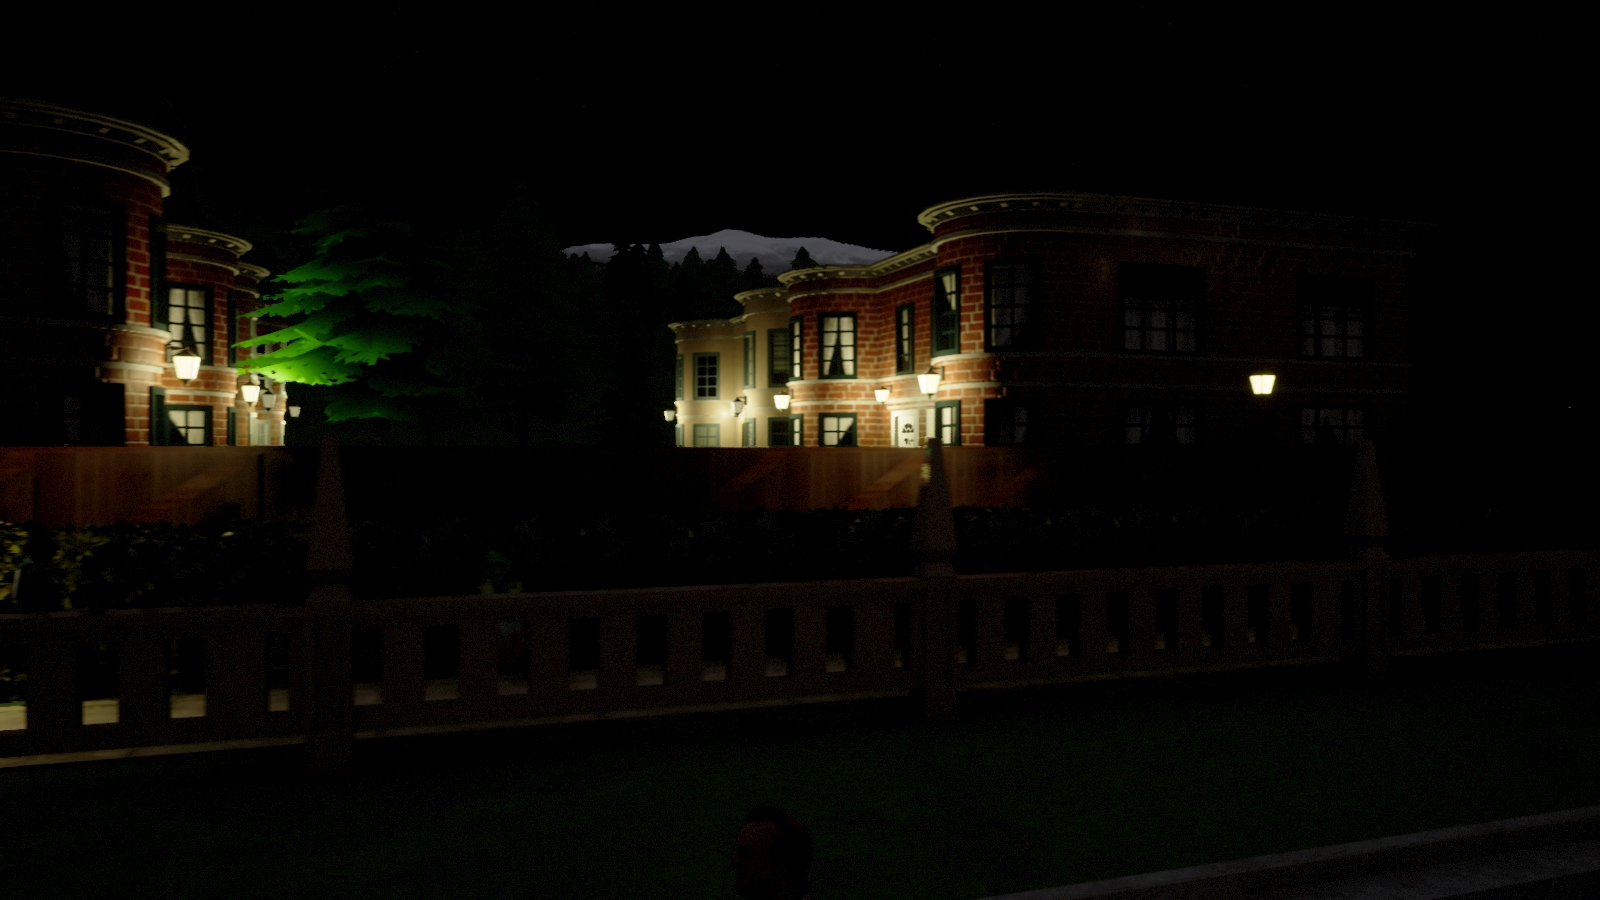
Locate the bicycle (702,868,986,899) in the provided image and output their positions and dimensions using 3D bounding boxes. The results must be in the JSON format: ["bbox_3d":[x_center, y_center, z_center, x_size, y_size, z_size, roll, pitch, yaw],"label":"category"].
[{"bbox_3d":[-0.355,2.060,3.165,1.835,1.471,0.329,0,0,-20],"label":"bicycle"}]

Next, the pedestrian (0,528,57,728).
[{"bbox_3d":[-7.427,1.694,11.004,0.375,1.860,0.375,0,0,-20],"label":"pedestrian"}]

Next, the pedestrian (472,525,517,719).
[{"bbox_3d":[-3.055,1.697,11.414,0.375,1.860,0.375,0,0,-24],"label":"pedestrian"}]
